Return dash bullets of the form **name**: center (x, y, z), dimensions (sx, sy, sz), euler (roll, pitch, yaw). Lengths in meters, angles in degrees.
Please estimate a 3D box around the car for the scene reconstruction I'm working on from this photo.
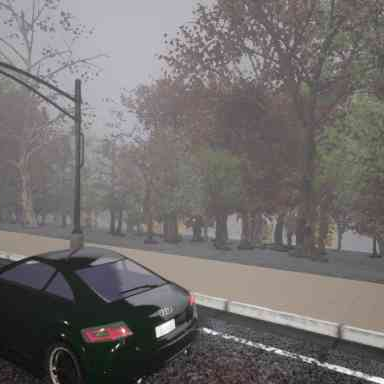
- **car**: center (-1.939, 1.563, 5.069), dimensions (4.181, 1.385, 1.994), euler (0, 0, 36)
